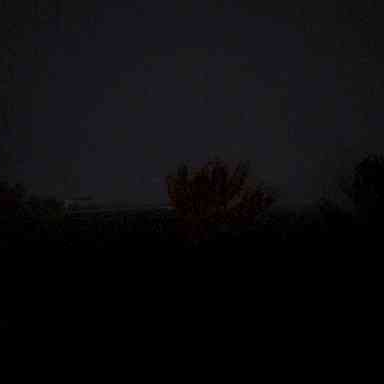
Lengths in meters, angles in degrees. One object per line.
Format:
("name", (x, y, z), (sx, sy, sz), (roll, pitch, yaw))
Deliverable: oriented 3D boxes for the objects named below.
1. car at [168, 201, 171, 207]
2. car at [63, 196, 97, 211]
("car", (-2.506, 1.856, 66.609), (2.150, 2.045, 5.566), (-1, -2, 36))
("car", (-16.262, 1.603, 47.686), (2.150, 2.045, 5.566), (-1, -1, 36))
